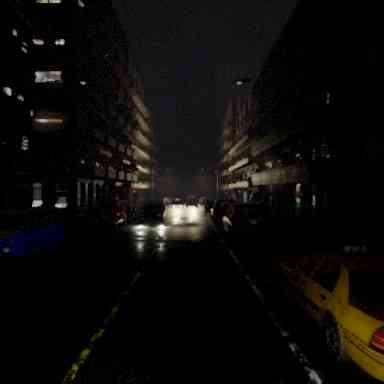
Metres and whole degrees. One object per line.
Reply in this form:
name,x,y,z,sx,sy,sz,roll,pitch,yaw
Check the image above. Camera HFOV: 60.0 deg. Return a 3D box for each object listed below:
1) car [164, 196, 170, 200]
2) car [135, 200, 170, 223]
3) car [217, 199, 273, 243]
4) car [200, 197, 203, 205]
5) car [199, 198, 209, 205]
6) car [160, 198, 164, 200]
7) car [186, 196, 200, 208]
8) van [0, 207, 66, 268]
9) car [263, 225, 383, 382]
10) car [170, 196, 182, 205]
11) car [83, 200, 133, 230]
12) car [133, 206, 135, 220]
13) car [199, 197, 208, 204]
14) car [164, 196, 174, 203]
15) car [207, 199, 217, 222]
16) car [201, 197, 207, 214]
car,-5.710,1.970,61.597,2.008,1.369,4.403,-1,0,0
car,-3.102,1.662,27.240,1.882,1.535,5.008,0,0,0
car,2.674,1.429,16.756,2.192,1.841,5.009,-1,0,0
car,2.669,1.984,67.342,1.752,1.417,4.829,-1,0,0
car,2.668,2.061,72.773,1.947,1.339,4.313,-1,0,0
car,-5.708,1.924,50.393,1.802,1.307,4.206,-1,0,0
car,-0.009,1.913,56.981,1.812,1.442,4.674,0,0,0
van,-5.671,1.417,11.181,1.690,1.788,3.998,-1,0,0
car,2.679,1.565,5.721,1.752,1.417,4.829,-1,0,0
car,-3.011,2.018,68.980,1.994,1.385,4.181,0,0,0
car,-5.697,1.467,22.385,2.192,1.841,5.009,-1,0,0
car,-5.712,1.741,27.986,2.008,1.369,4.403,-1,0,0
car,2.665,1.974,78.376,1.967,1.590,4.097,-1,0,0
car,-5.717,1.888,84.006,2.192,1.841,5.009,-1,0,0
car,2.672,1.505,27.960,2.192,1.841,5.009,-1,0,0
car,2.354,1.741,38.794,1.882,1.535,5.008,0,0,0
